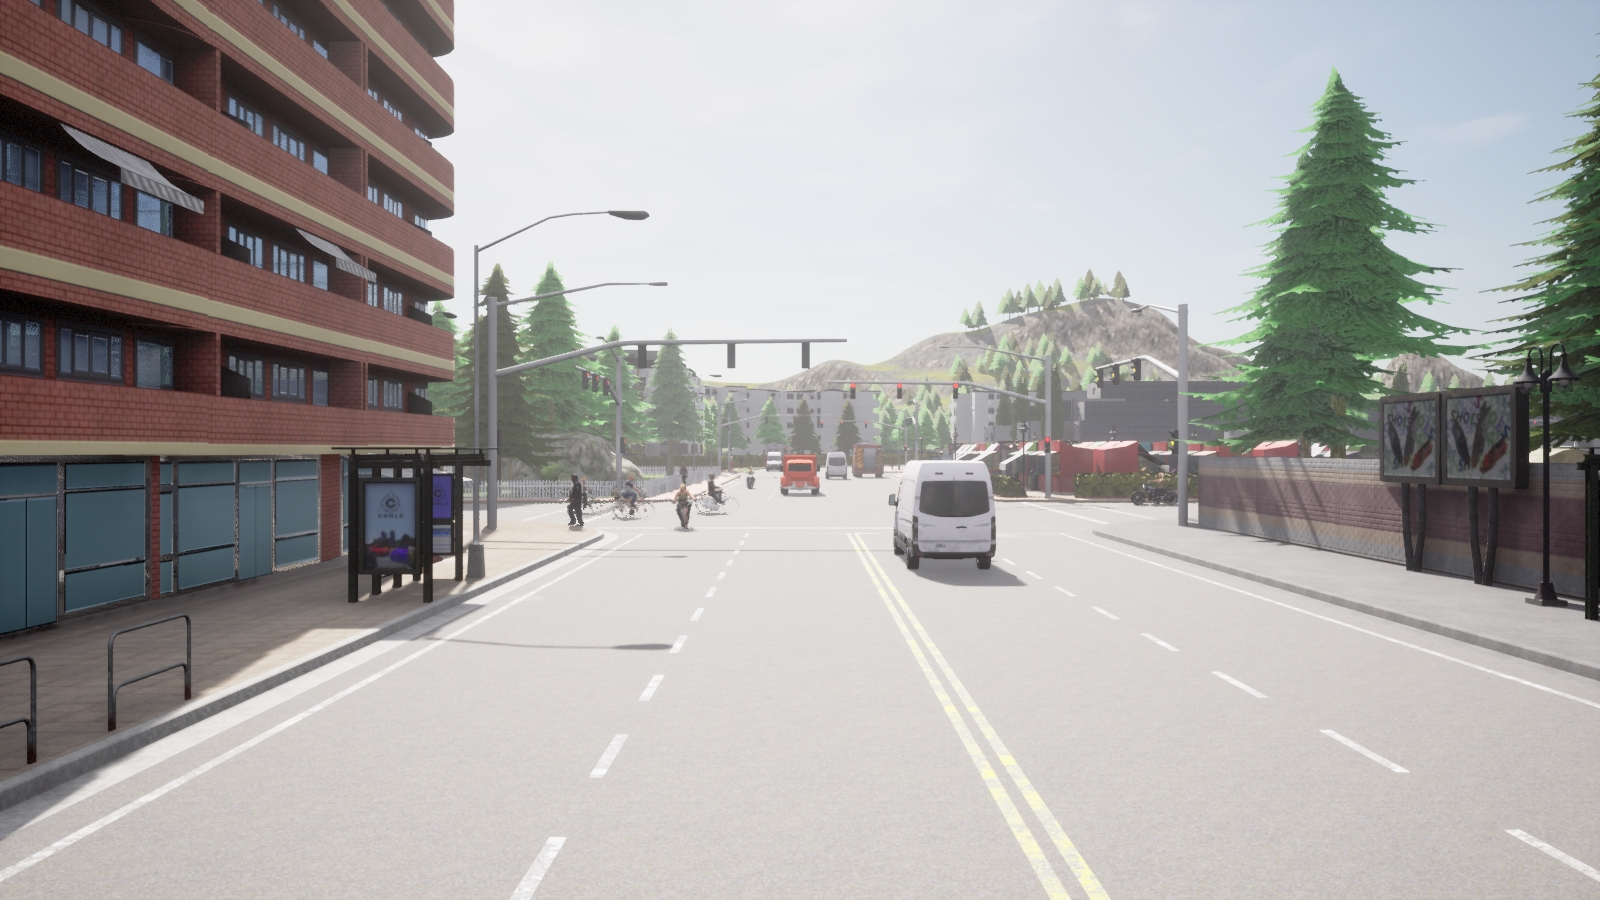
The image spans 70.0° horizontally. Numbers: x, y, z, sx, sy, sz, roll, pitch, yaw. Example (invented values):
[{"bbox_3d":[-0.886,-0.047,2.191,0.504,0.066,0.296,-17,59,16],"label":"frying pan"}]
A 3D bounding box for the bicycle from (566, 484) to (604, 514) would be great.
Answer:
[{"bbox_3d":[-9.222,2.106,49.100,1.487,1.276,0.859,0,0,-4],"label":"bicycle"}]

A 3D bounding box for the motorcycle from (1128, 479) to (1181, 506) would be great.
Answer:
[{"bbox_3d":[17.582,2.102,56.689,2.356,1.307,0.764,0,0,0],"label":"motorcycle"}]

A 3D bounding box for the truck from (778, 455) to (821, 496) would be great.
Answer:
[{"bbox_3d":[-0.006,1.572,72.542,2.627,2.467,5.204,0,0,0],"label":"truck"}]

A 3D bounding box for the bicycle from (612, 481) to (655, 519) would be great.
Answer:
[{"bbox_3d":[-6.660,2.016,45.776,1.643,1.496,0.373,1,1,-2],"label":"bicycle"}]

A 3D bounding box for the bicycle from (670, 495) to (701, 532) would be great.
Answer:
[{"bbox_3d":[-4.029,2.224,40.092,0.859,1.126,1.487,-3,2,-12],"label":"bicycle"}]

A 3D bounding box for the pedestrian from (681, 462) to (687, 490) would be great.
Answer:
[{"bbox_3d":[-7.749,1.701,76.223,0.375,1.860,0.375,0,0,0],"label":"pedestrian"}]

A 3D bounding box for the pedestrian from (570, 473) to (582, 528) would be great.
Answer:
[{"bbox_3d":[-7.597,1.698,38.756,0.375,1.860,0.375,0,0,-5],"label":"pedestrian"}]

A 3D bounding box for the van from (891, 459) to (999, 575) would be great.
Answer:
[{"bbox_3d":[3.505,1.536,28.720,1.988,2.561,5.915,0,0,0],"label":"van"}]

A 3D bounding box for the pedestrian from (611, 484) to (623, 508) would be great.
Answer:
[{"bbox_3d":[-8.663,2.183,54.081,0.500,1.100,0.500,0,0,-3],"label":"pedestrian"}]

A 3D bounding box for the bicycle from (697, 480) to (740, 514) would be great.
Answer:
[{"bbox_3d":[-3.535,2.036,49.350,1.835,1.471,0.329,0,0,-2],"label":"bicycle"}]
